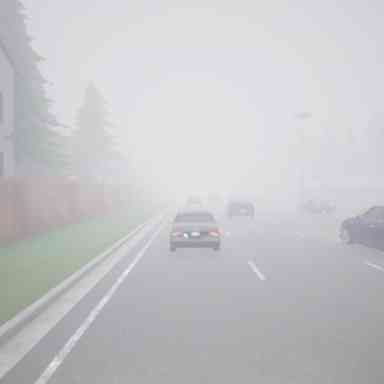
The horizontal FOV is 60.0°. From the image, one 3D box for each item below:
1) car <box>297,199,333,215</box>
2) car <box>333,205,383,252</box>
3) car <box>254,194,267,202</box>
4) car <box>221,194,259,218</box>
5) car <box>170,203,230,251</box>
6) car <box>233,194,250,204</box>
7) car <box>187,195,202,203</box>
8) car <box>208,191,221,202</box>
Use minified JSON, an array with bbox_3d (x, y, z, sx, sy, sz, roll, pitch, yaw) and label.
[{"bbox_3d":[10.652,1.257,28.873,1.895,1.301,4.718,0,1,1],"label":"car"},{"bbox_3d":[7.105,1.210,11.729,2.097,1.767,4.553,0,1,0],"label":"car"},{"bbox_3d":[10.802,0.923,53.863,1.994,1.385,4.181,0,1,0],"label":"car"},{"bbox_3d":[3.633,1.166,26.161,1.882,1.535,5.008,0,0,0],"label":"car"},{"bbox_3d":[0.105,1.388,13.326,2.033,1.411,5.357,0,1,0],"label":"car"},{"bbox_3d":[7.305,1.011,49.650,1.895,1.301,4.718,0,1,0],"label":"car"},{"bbox_3d":[0.287,1.043,42.481,2.033,1.411,5.357,0,1,0],"label":"car"},{"bbox_3d":[3.806,0.693,55.591,2.097,1.767,4.553,0,1,0],"label":"car"}]
